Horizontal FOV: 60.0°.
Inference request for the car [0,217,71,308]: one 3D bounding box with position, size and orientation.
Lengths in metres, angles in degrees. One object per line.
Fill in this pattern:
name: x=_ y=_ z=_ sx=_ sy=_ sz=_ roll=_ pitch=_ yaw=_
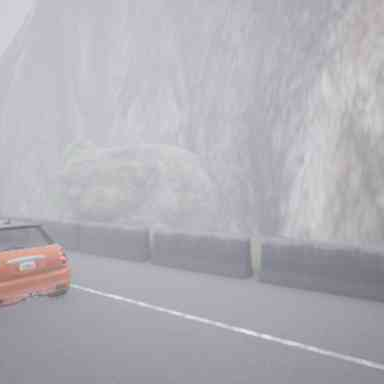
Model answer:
car: x=-4.778 y=1.392 z=7.397 sx=4.553 sy=1.767 sz=2.097 roll=0 pitch=0 yaw=36
